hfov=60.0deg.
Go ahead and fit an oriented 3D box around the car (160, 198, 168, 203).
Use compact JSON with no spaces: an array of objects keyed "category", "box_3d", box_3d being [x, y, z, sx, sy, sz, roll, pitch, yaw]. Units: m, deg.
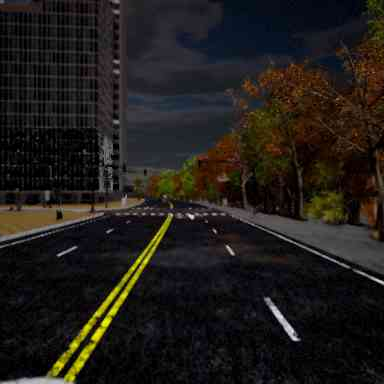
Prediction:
[{"category":"car","box_3d":[-7.473,2.265,89.289,2.128,1.511,4.902,0,-1,-5]}]
